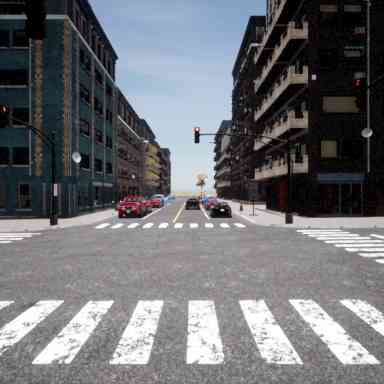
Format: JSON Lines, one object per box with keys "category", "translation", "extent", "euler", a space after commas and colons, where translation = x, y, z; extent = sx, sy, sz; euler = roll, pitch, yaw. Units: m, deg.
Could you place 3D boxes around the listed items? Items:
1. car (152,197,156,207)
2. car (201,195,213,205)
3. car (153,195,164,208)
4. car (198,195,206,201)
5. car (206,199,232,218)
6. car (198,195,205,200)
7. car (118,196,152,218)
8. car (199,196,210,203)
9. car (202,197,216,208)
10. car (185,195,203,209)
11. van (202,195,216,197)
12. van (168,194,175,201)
{"category": "car", "translation": [-5.308, 1.539, 35.752], "extent": [1.887, 1.381, 4.507], "euler": [0, 0, 0]}
{"category": "car", "translation": [2.577, 1.422, 57.959], "extent": [1.967, 1.590, 4.097], "euler": [0, 0, 0]}
{"category": "car", "translation": [-5.305, 1.533, 46.856], "extent": [1.887, 1.381, 4.507], "euler": [0, 0, 0]}
{"category": "car", "translation": [2.581, 1.505, 85.719], "extent": [1.887, 1.381, 4.507], "euler": [0, 0, 0]}
{"category": "car", "translation": [2.572, 1.562, 30.199], "extent": [1.947, 1.339, 4.313], "euler": [0, 0, 0]}
{"category": "car", "translation": [2.582, 1.500, 91.272], "extent": [1.887, 1.381, 4.507], "euler": [0, 0, 0]}
{"category": "car", "translation": [-5.308, 1.311, 30.200], "extent": [2.192, 1.841, 5.009], "euler": [0, 0, 0]}
{"category": "car", "translation": [2.579, 1.526, 69.063], "extent": [2.008, 1.369, 4.403], "euler": [0, 0, 0]}
{"category": "car", "translation": [2.574, 1.573, 41.303], "extent": [1.802, 1.307, 4.206], "euler": [0, 0, 0]}
{"category": "car", "translation": [0.109, 1.494, 44.813], "extent": [1.837, 1.490, 4.892], "euler": [0, 0, 0]}
{"category": "van", "translation": [2.575, 1.330, 46.855], "extent": [1.690, 1.788, 3.998], "euler": [0, 0, 0]}
{"category": "van", "translation": [-5.298, 1.302, 85.720], "extent": [1.690, 1.788, 3.998], "euler": [0, 0, 0]}
